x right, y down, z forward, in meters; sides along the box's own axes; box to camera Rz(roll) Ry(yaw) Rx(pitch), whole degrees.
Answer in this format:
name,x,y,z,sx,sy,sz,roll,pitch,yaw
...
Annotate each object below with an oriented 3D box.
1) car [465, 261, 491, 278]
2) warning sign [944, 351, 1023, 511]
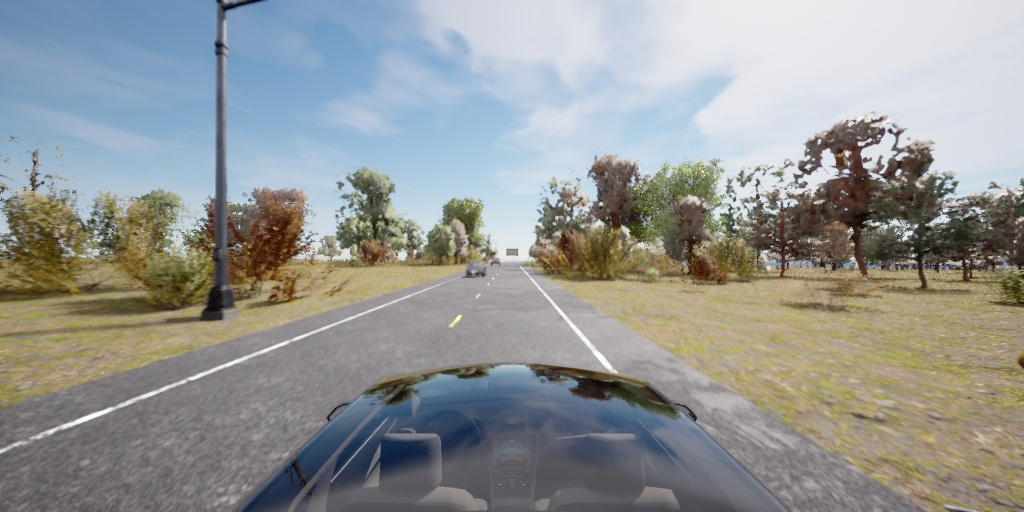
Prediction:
name,x,y,z,sx,sy,sz,roll,pitch,yaw
car,-3.565,1.348,36.190,2.128,1.511,4.902,0,0,0
warning sign,3.550,0.866,2.053,1.300,1.860,1.060,0,0,0
